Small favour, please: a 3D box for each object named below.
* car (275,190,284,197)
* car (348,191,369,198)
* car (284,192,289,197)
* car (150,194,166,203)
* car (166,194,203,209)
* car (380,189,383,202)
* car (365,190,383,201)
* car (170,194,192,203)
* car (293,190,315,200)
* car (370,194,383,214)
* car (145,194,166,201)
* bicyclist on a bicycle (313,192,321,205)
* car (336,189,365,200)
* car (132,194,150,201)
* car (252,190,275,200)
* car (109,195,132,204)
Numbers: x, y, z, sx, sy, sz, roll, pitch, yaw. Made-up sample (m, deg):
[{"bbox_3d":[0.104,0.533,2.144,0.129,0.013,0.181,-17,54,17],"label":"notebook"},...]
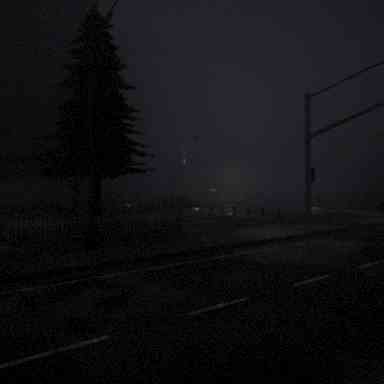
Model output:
[{"bbox_3d":[19.201,0.600,79.719,1.784,1.438,3.905,-1,1,-36],"label":"car"},{"bbox_3d":[37.024,0.463,73.934,1.784,1.438,3.905,-1,1,-36],"label":"car"},{"bbox_3d":[21.352,0.357,81.319,1.932,1.855,4.605,-1,1,-36],"label":"car"},{"bbox_3d":[-5.080,1.193,58.918,1.994,1.385,4.181,-1,0,-36],"label":"car"},{"bbox_3d":[-0.987,1.281,40.998,1.994,1.385,4.181,-1,1,-36],"label":"car"},{"bbox_3d":[28.903,0.533,46.615,1.905,1.878,3.866,-1,1,-36],"label":"car"},{"bbox_3d":[26.518,0.566,44.975,1.932,1.855,4.605,-1,1,-36],"label":"car"},{"bbox_3d":[-2.092,1.150,60.745,1.994,1.385,4.181,-1,1,-35],"label":"car"},{"bbox_3d":[20.943,0.739,62.397,1.970,1.475,3.806,-1,1,-36],"label":"car"},{"bbox_3d":[17.609,1.123,26.931,2.128,1.511,4.902,0,0,-27],"label":"car"},{"bbox_3d":[-7.541,1.134,68.212,2.033,1.411,5.357,-1,1,-36],"label":"car"},{"bbox_3d":[15.923,0.840,42.295,1.656,1.620,0.582,-1,1,-36],"label":"bicyclist on a bicycle"},{"bbox_3d":[34.629,0.289,72.300,1.932,1.855,4.605,-1,1,-36],"label":"car"},{"bbox_3d":[-10.381,1.108,66.165,1.882,1.535,5.008,-1,1,-36],"label":"car"},{"bbox_3d":[16.846,0.668,78.035,1.970,1.475,3.806,-1,1,-36],"label":"car"},{"bbox_3d":[-12.784,1.205,57.528,1.882,1.535,5.008,-1,0,-36],"label":"car"}]
